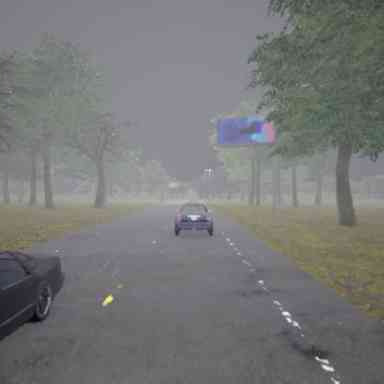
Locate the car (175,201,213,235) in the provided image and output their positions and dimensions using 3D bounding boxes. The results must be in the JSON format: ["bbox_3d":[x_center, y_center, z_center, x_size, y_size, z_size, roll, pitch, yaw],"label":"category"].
[{"bbox_3d":[0.106,1.437,19.710,2.097,1.767,4.553,0,0,0],"label":"car"}]

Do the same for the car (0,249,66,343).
[{"bbox_3d":[-3.496,1.566,4.539,2.033,1.411,5.357,0,0,0],"label":"car"}]

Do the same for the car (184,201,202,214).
[{"bbox_3d":[0.110,1.757,39.188,1.994,1.385,4.181,0,0,0],"label":"car"}]
